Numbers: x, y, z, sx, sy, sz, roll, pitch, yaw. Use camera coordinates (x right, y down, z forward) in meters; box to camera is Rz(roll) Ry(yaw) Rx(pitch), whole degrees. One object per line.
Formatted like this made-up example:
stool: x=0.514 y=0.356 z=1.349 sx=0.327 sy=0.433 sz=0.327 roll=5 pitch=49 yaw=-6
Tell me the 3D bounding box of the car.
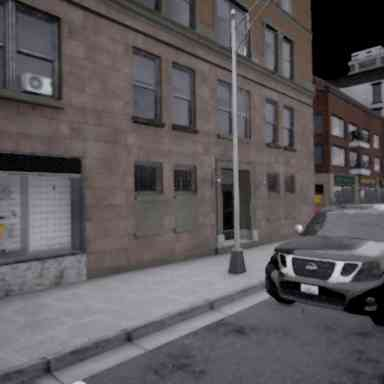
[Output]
car: x=3.900 y=1.320 z=7.698 sx=2.150 sy=2.045 sz=5.566 roll=-2 pitch=-1 yaw=44
